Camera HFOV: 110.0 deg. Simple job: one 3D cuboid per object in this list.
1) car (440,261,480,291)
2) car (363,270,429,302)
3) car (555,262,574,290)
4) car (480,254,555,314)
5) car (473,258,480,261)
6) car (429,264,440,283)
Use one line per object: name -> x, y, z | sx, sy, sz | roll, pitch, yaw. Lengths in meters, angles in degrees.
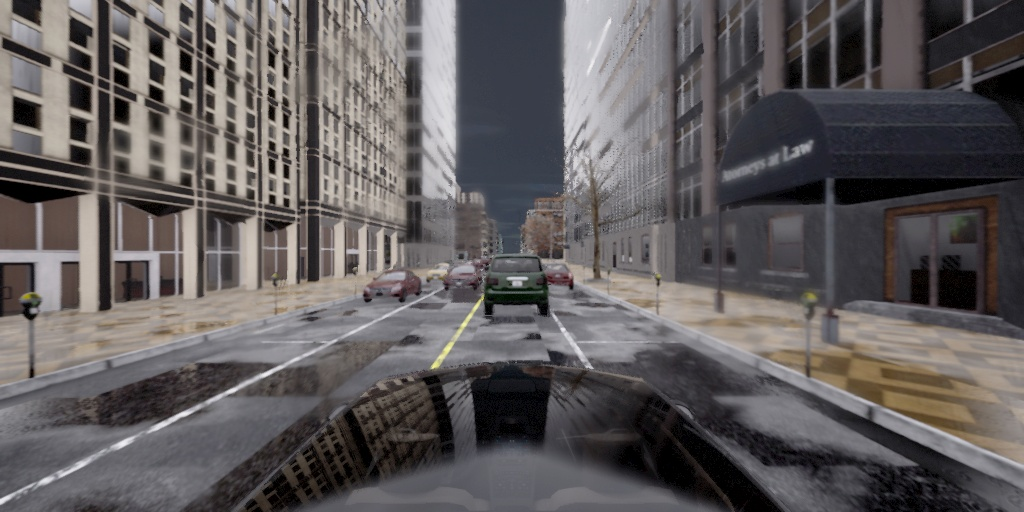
car -> -2.848, 1.220, 21.600 | 1.812, 1.442, 4.674 | 0, 0, 0
car -> -5.314, 1.291, 16.464 | 1.802, 1.307, 4.207 | 0, 0, 0
car -> 2.567, 1.133, 22.011 | 1.967, 1.591, 4.097 | 0, 0, 0
car -> 0.107, 0.938, 13.694 | 2.150, 2.045, 5.566 | 0, 0, -1
car -> -5.310, 1.210, 44.202 | 1.802, 1.307, 4.207 | 0, 0, 0
car -> -5.312, 1.203, 27.389 | 1.751, 1.417, 4.829 | 0, 0, 0
